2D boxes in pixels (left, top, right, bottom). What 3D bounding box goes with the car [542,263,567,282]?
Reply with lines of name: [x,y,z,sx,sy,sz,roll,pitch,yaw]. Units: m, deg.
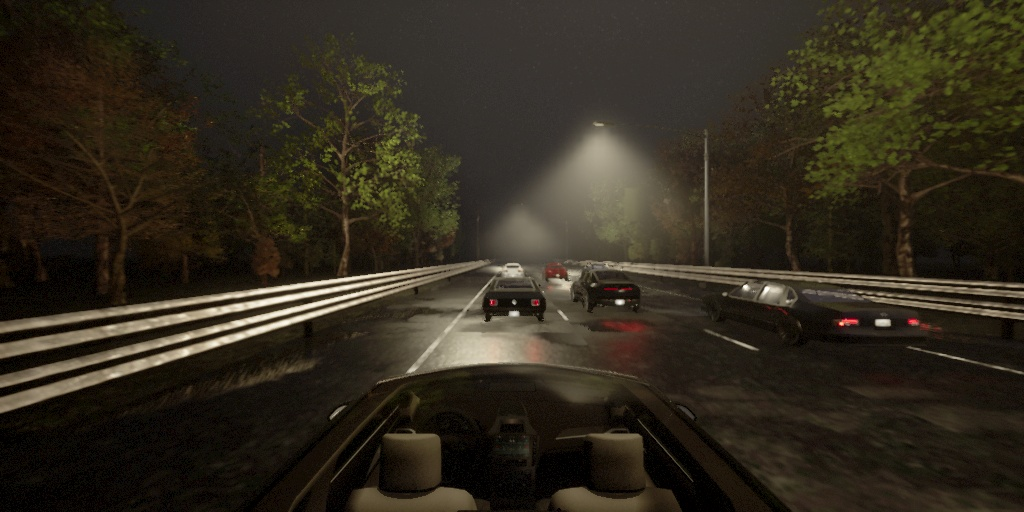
car: [3.566,1.342,30.198,1.812,1.442,4.674,0,0,0]

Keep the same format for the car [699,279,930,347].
car: [7.060,1.317,9.322,2.033,1.411,5.357,0,0,0]

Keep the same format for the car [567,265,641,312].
car: [3.576,1.285,14.289,1.837,1.490,4.892,0,0,0]

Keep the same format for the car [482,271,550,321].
car: [0.074,1.377,12.541,1.895,1.301,4.718,0,0,0]

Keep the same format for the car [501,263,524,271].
car: [0.066,1.341,30.116,1.812,1.442,4.674,0,0,0]
